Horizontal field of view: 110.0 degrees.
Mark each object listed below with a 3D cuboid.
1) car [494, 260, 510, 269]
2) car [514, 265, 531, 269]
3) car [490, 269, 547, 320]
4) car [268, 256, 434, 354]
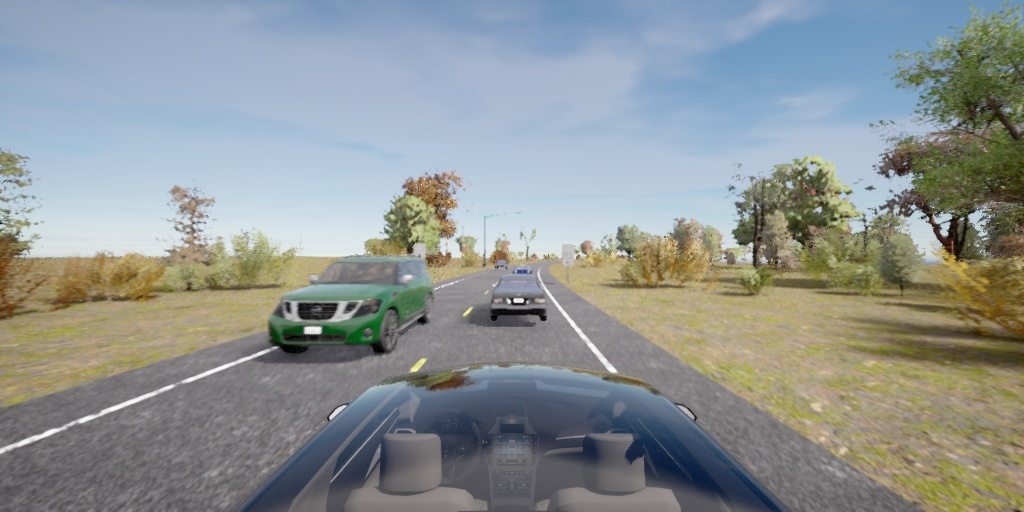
[{"bbox_3d":[-1.409,1.235,52.036,2.033,1.411,5.357,0,0,5],"label":"car"},{"bbox_3d":[1.088,1.508,35.531,1.895,1.301,4.718,0,0,3],"label":"car"},{"bbox_3d":[0.238,1.352,12.910,2.033,1.411,5.357,0,0,1],"label":"car"},{"bbox_3d":[-3.540,1.008,9.211,2.150,2.045,5.566,0,0,1],"label":"car"}]
